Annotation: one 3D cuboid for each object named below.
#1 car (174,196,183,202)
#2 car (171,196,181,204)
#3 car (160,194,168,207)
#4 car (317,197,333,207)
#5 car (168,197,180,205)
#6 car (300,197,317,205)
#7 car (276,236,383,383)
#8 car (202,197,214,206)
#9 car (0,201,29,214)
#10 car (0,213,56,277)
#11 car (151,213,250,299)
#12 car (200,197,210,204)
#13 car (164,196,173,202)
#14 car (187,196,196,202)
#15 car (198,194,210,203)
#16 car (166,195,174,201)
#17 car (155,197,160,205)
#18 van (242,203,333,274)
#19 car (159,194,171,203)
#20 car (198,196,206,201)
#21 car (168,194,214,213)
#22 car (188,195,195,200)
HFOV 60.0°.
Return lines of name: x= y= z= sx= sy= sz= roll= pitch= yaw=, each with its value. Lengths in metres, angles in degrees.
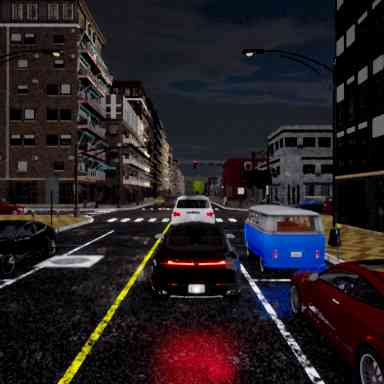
car: x=-3.164 y=1.624 z=78.135 sx=1.994 sy=1.385 sz=4.181 roll=0 pitch=0 yaw=0
car: x=-3.156 y=1.580 z=68.119 sx=1.812 sy=1.442 sz=4.674 roll=0 pitch=0 yaw=0
car: x=-3.204 y=1.382 z=50.120 sx=2.097 sy=1.767 sz=4.553 roll=0 pitch=0 yaw=0
car: x=14.857 y=1.359 z=31.182 sx=5.009 sy=1.841 sz=2.192 roll=0 pitch=0 yaw=0
car: x=-3.199 y=1.642 z=59.063 sx=1.895 sy=1.301 sz=4.718 roll=0 pitch=0 yaw=0
car: x=14.173 y=1.618 z=36.947 sx=5.357 sy=1.411 sz=2.033 roll=0 pitch=0 yaw=1
car: x=2.651 y=1.582 z=4.576 sx=1.802 sy=1.307 sz=4.206 roll=0 pitch=0 yaw=0
car: x=2.578 y=1.562 z=55.222 sx=1.752 sy=1.417 sz=4.829 roll=0 pitch=0 yaw=0
car: x=-17.531 y=1.535 z=31.034 sx=4.206 sy=1.307 sz=1.802 roll=0 pitch=0 yaw=0
car: x=-5.709 y=1.567 z=10.273 sx=1.947 sy=1.339 sz=4.313 roll=0 pitch=0 yaw=0
car: x=0.080 y=1.506 z=8.447 sx=1.837 sy=1.490 sz=4.892 roll=0 pitch=0 yaw=0
car: x=2.555 y=1.633 z=66.130 sx=1.802 sy=1.307 sz=4.206 roll=0 pitch=0 yaw=0
car: x=-5.861 y=1.631 z=82.730 sx=2.008 sy=1.369 sz=4.403 roll=0 pitch=0 yaw=0
car: x=-0.170 y=1.618 z=81.435 sx=2.033 sy=1.411 sz=5.357 roll=0 pitch=0 yaw=0
car: x=2.544 y=1.375 z=71.670 sx=2.192 sy=1.841 sz=5.009 roll=0 pitch=0 yaw=0
car: x=-5.872 y=1.617 z=88.099 sx=1.752 sy=1.417 sz=4.829 roll=0 pitch=0 yaw=0
car: x=-5.814 y=1.569 z=60.402 sx=1.752 sy=1.417 sz=4.829 roll=0 pitch=0 yaw=0
van: x=2.639 y=1.342 z=10.265 sx=1.690 sy=1.788 sz=3.998 roll=0 pitch=0 yaw=0
car: x=-5.836 y=1.375 z=71.652 sx=2.192 sy=1.841 sz=5.009 roll=0 pitch=0 yaw=0
car: x=2.508 y=1.643 z=88.287 sx=2.008 sy=1.369 sz=4.403 roll=0 pitch=0 yaw=0
car: x=0.051 y=1.225 z=18.448 sx=2.150 sy=2.045 sz=5.566 roll=0 pitch=0 yaw=0
car: x=-0.191 y=1.584 z=91.885 sx=1.895 sy=1.301 sz=4.718 roll=0 pitch=0 yaw=0
